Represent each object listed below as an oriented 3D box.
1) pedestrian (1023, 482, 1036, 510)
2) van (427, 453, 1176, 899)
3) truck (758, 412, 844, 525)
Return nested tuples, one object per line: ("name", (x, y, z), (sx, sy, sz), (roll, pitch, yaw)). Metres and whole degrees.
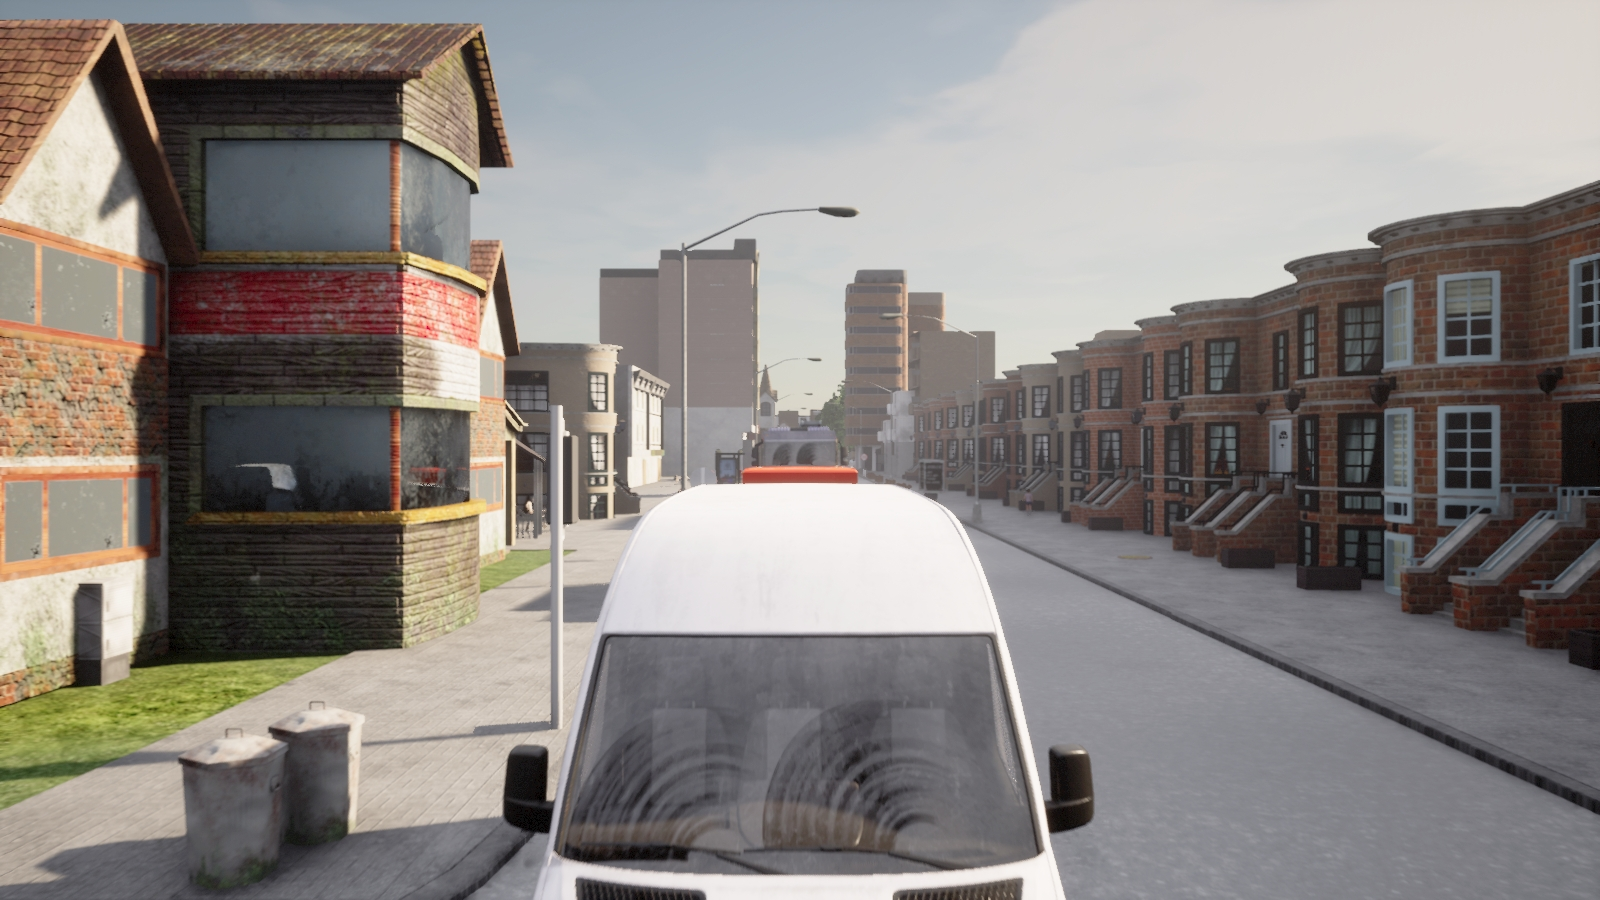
("pedestrian", (9.333, 1.867, 46.501), (0.500, 1.100, 0.500), (0, 0, 9))
("van", (0.000, 1.309, 5.989), (1.988, 2.561, 5.915), (0, 0, 0))
("truck", (0.000, 0.626, 43.126), (2.891, 3.827, 8.468), (-1, 0, 0))
